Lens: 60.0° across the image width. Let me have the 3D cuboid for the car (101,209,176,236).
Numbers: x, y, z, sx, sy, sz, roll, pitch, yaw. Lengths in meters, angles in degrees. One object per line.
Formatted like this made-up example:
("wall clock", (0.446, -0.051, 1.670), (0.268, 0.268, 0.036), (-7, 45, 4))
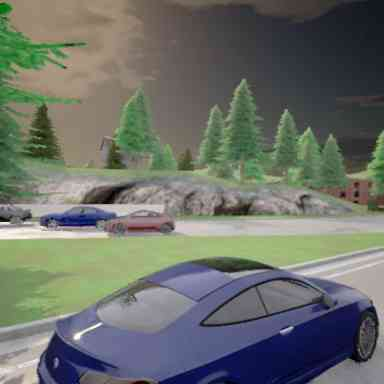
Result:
("car", (-3.063, 1.786, 19.869), (4.181, 1.385, 1.994), (1, -1, -11))

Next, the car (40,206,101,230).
("car", (-7.601, 1.705, 22.575), (5.008, 1.535, 1.882), (1, -1, -10))

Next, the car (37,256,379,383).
("car", (0.610, 1.581, 4.207), (4.674, 1.442, 1.812), (1, -1, -40))

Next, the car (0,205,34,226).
("car", (-14.461, 1.703, 24.654), (4.902, 1.511, 2.128), (1, -1, -16))
